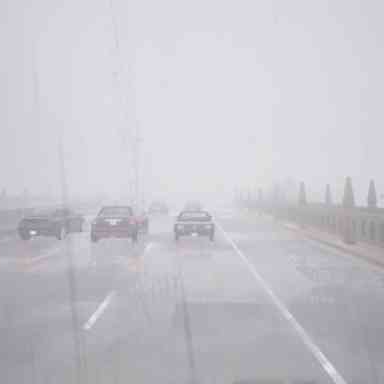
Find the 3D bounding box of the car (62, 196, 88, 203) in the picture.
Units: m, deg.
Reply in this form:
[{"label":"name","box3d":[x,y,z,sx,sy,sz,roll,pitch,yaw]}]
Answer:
[{"label":"car","box3d":[-19.986,1.497,55.952,2.128,1.511,4.902,0,0,8]}]

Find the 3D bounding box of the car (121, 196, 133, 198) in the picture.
[{"label":"car","box3d":[-12.079,1.498,61.105,2.128,1.511,4.902,0,0,11]}]

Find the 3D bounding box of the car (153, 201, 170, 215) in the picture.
[{"label":"car","box3d":[-3.387,1.567,34.518,1.994,1.385,4.181,0,0,0]}]

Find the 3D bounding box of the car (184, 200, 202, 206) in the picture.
[{"label":"car","box3d":[0.100,1.529,34.941,1.812,1.442,4.674,0,0,0]}]

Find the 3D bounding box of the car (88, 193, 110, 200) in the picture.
[{"label":"car","box3d":[-16.205,1.226,57.984,2.150,2.045,5.566,0,0,9]}]

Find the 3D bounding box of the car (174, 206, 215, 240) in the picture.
[{"label":"car","box3d":[0.105,1.603,17.088,1.895,1.301,4.718,0,0,0]}]

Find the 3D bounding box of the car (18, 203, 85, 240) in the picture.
[{"label":"car","box3d":[-6.893,1.507,16.847,1.837,1.490,4.892,0,0,0]}]

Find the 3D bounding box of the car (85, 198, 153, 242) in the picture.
[{"label":"car","box3d":[-3.394,1.354,16.438,2.097,1.767,4.553,0,0,0]}]
